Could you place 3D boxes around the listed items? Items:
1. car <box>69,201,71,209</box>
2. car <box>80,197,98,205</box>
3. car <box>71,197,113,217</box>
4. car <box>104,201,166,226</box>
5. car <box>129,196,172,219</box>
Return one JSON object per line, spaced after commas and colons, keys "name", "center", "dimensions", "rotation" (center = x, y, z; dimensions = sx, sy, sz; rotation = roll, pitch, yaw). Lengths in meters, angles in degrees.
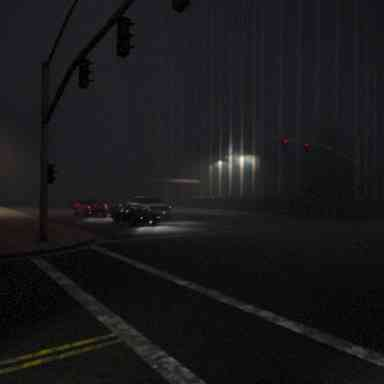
{"name": "car", "center": [-15.898, 1.684, 46.901], "dimensions": [1.837, 1.490, 4.892], "rotation": [1, -1, -36]}
{"name": "car", "center": [-20.203, 1.747, 65.092], "dimensions": [1.882, 1.535, 5.008], "rotation": [1, -1, -36]}
{"name": "car", "center": [-9.916, 1.488, 32.641], "dimensions": [2.097, 1.767, 4.553], "rotation": [1, -1, -36]}
{"name": "car", "center": [-4.387, 1.684, 24.997], "dimensions": [2.033, 1.411, 5.357], "rotation": [1, -1, -36]}
{"name": "car", "center": [-3.992, 1.403, 30.423], "dimensions": [2.150, 2.045, 5.566], "rotation": [1, -1, -36]}
